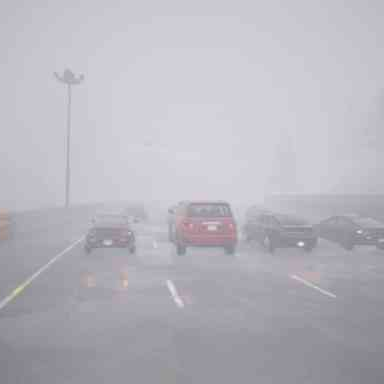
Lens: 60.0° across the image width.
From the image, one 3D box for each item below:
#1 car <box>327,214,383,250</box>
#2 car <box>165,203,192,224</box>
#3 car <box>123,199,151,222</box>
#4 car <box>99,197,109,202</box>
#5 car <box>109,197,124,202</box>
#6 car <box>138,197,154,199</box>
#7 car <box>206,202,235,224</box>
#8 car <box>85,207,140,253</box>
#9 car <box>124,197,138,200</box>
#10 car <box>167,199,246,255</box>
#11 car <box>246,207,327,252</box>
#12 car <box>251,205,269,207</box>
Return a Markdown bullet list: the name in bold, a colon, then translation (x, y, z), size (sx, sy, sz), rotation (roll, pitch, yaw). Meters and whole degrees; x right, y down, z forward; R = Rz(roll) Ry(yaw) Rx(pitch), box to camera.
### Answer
- **car**: translation (7.149, 1.734, 15.370), size (1.812, 1.442, 4.674), rotation (1, 0, -8)
- **car**: translation (-1.135, 1.732, 27.955), size (2.033, 1.411, 5.357), rotation (1, 0, -3)
- **car**: translation (-4.635, 1.645, 28.091), size (1.837, 1.490, 4.892), rotation (1, 0, -2)
- **car**: translation (-19.791, 1.827, 78.555), size (2.033, 1.411, 5.357), rotation (1, 0, 15)
- **car**: translation (-16.457, 1.857, 77.465), size (2.033, 1.411, 5.357), rotation (1, 0, 15)
- **car**: translation (-9.800, 1.898, 75.290), size (1.837, 1.490, 4.892), rotation (1, 0, 15)
- **car**: translation (2.353, 1.715, 28.616), size (1.882, 1.535, 5.008), rotation (1, 0, -2)
- **car**: translation (-3.232, 1.580, 13.802), size (1.812, 1.442, 4.674), rotation (1, 0, -8)
- **car**: translation (-13.128, 1.836, 76.378), size (1.882, 1.535, 5.008), rotation (1, 0, 15)
- **car**: translation (0.277, 1.320, 13.940), size (2.150, 2.045, 5.566), rotation (1, 0, -9)
- **car**: translation (3.701, 1.664, 14.743), size (1.837, 1.490, 4.892), rotation (1, 0, -8)
- **car**: translation (5.850, 1.811, 28.685), size (1.812, 1.442, 4.674), rotation (1, 0, -2)
